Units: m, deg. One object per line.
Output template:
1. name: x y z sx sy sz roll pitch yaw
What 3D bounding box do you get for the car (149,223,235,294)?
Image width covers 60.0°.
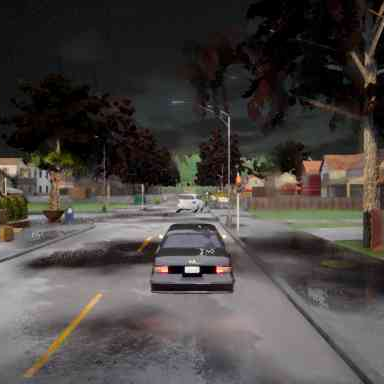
1. car: 0.016 1.547 8.935 2.033 1.411 5.357 0 0 0

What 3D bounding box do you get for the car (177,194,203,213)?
1. car: -0.154 1.221 36.991 2.150 2.045 5.566 1 0 11
